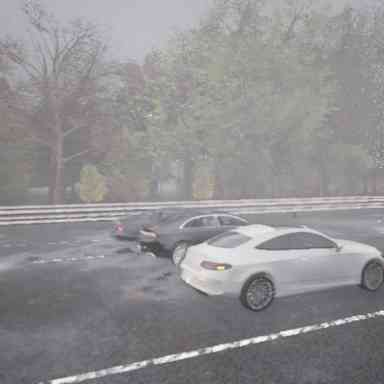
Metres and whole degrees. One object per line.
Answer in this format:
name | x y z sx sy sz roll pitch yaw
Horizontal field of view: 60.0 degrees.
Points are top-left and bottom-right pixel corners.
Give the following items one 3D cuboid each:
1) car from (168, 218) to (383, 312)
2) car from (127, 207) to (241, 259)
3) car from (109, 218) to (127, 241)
car | 2.048 1.404 7.222 4.674 1.442 1.812 -1 1 -22
car | 0.716 1.327 10.453 4.902 1.511 2.128 -1 1 -22
car | -0.618 1.335 13.690 5.357 1.411 2.033 -1 1 -22
